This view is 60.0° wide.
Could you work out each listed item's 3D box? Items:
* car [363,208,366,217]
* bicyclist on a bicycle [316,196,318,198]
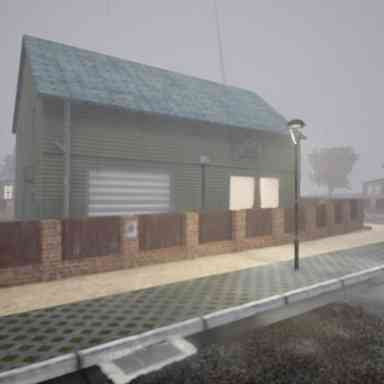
[{"bbox_3d":[10.756,1.294,25.587,2.128,1.511,4.902,1,-1,-34],"label":"car"},{"bbox_3d":[12.624,1.216,33.369,1.656,1.620,0.582,1,-1,-34],"label":"bicyclist on a bicycle"}]
